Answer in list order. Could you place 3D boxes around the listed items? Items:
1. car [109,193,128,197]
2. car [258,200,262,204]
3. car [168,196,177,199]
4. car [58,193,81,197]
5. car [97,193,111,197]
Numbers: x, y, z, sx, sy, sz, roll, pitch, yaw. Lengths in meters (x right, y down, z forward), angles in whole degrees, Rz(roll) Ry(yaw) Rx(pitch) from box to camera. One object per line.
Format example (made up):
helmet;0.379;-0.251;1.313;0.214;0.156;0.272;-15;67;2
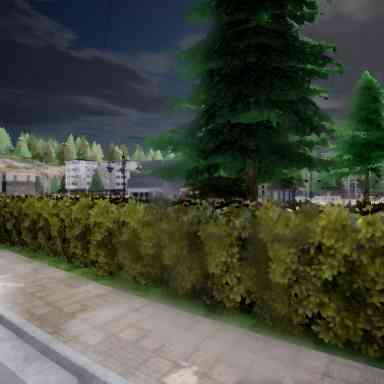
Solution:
car;-10.572;1.384;52.725;1.970;1.475;3.806;0;0;43
car;9.644;1.352;44.205;2.097;1.767;4.553;0;0;43
car;-3.305;1.374;56.063;1.845;1.501;3.633;0;0;43
car;-28.382;1.154;79.442;2.152;1.636;5.027;0;0;43
car;-16.701;1.097;68.943;1.932;1.855;4.605;0;0;43
